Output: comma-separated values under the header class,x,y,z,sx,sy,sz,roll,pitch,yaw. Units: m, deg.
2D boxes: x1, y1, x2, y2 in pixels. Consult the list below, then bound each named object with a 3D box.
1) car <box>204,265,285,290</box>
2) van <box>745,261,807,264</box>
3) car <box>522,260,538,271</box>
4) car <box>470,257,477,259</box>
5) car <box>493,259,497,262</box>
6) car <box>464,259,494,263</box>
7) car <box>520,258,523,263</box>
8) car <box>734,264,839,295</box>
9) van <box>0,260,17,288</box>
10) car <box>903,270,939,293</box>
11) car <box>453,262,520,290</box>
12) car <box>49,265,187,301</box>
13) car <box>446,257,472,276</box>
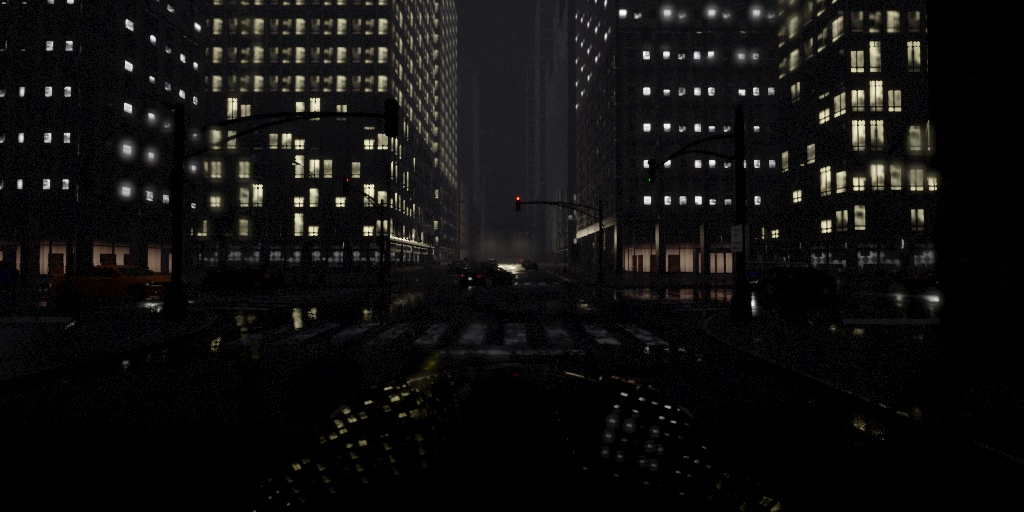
class,x,y,z,sx,sy,sz,roll,pitch,yaw
car,-16.502,1.255,22.134,4.097,1.591,1.967,0,0,0
van,15.972,1.210,22.075,3.998,1.789,1.690,0,0,0
car,2.668,1.350,48.792,1.802,1.307,4.207,0,0,0
car,-5.712,1.082,48.726,2.192,1.841,5.009,0,0,0
car,-3.120,1.367,44.407,1.895,1.301,4.718,0,0,0
car,-3.117,1.310,34.497,2.033,1.411,5.357,0,0,0
car,2.664,1.298,60.118,1.751,1.417,4.829,0,0,0
car,14.865,1.321,19.503,4.892,1.490,1.837,0,-1,0
van,-33.448,1.132,22.164,3.998,1.789,1.690,0,0,0
car,24.345,1.313,19.483,5.008,1.535,1.882,0,-1,0
car,-1.475,1.322,23.069,1.994,1.385,4.181,0,0,31
car,-17.797,1.178,16.364,5.008,1.535,1.882,0,-1,0
car,-5.707,1.203,37.576,1.967,1.591,4.097,0,0,0
